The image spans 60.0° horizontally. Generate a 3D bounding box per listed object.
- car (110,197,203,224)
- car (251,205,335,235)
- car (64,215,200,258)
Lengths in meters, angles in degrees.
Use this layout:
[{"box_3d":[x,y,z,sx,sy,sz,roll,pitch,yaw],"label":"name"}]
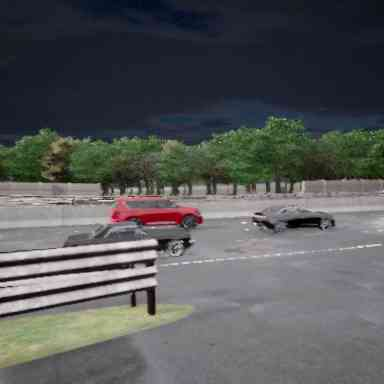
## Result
[{"box_3d":[-2.153,1.311,20.075,5.566,2.045,2.150,-1,1,-17],"label":"car"},{"box_3d":[5.745,1.474,18.858,4.902,1.511,2.128,-1,1,-17],"label":"car"},{"box_3d":[-2.337,1.817,12.696,4.718,1.301,1.895,-1,1,-17],"label":"car"}]
